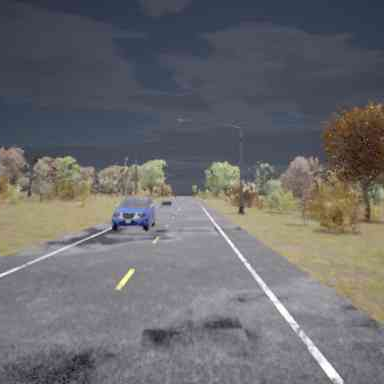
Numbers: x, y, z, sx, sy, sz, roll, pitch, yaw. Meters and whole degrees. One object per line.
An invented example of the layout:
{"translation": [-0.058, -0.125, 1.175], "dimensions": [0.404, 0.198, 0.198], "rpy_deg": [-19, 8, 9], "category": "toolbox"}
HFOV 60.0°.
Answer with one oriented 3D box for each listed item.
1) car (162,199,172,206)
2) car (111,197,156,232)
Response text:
{"translation": [-4.643, 1.960, 61.379], "dimensions": [1.895, 1.301, 4.718], "rpy_deg": [0, 0, -6], "category": "car"}
{"translation": [-3.597, 1.341, 21.518], "dimensions": [2.150, 2.045, 5.566], "rpy_deg": [0, -1, 0], "category": "car"}
